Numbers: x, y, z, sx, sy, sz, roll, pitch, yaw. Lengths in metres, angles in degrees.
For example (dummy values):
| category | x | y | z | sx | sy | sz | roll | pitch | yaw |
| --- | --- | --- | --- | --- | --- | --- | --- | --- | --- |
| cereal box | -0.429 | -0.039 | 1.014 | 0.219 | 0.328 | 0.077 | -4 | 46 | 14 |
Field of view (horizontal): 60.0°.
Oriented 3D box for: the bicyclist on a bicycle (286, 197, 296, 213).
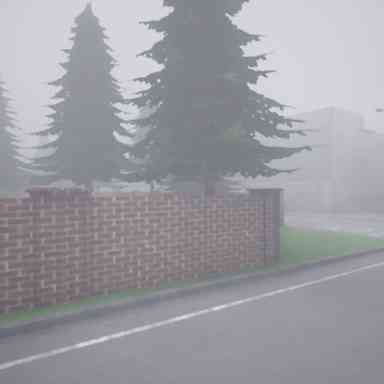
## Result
| category | x | y | z | sx | sy | sz | roll | pitch | yaw |
| --- | --- | --- | --- | --- | --- | --- | --- | --- | --- |
| bicyclist on a bicycle | 9.948 | 1.319 | 33.448 | 1.656 | 1.620 | 0.582 | -1 | 0 | -35 |
